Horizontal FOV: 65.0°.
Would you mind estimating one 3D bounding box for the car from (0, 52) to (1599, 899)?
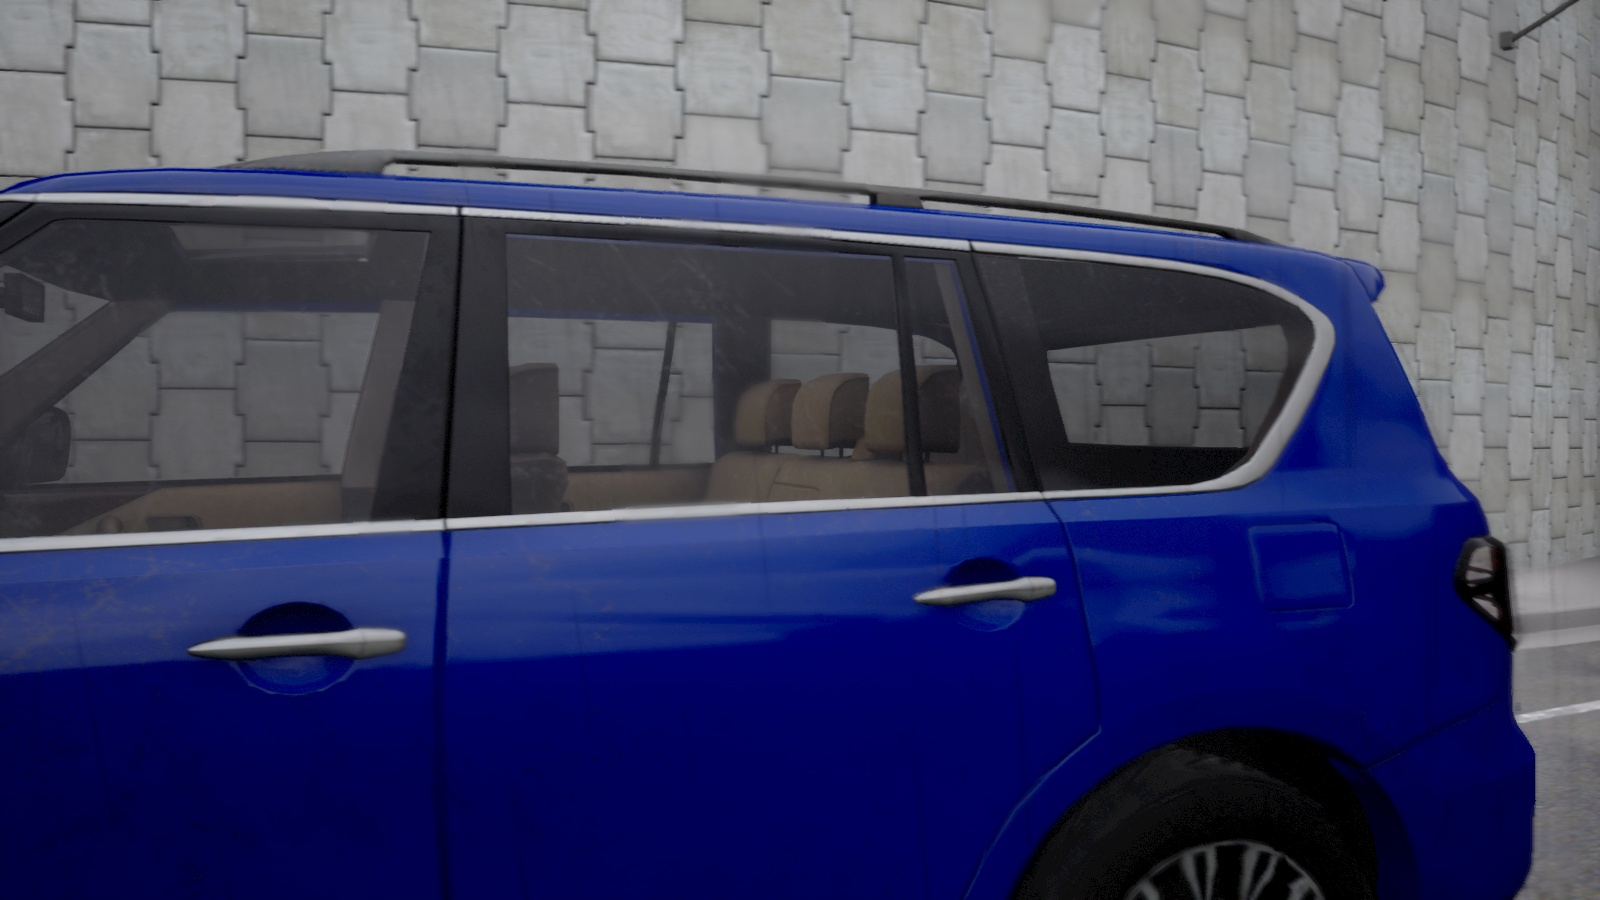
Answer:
[{"bbox_3d":[-0.968,0.484,2.830,5.566,2.045,2.150,-1,1,-21],"label":"car"}]
